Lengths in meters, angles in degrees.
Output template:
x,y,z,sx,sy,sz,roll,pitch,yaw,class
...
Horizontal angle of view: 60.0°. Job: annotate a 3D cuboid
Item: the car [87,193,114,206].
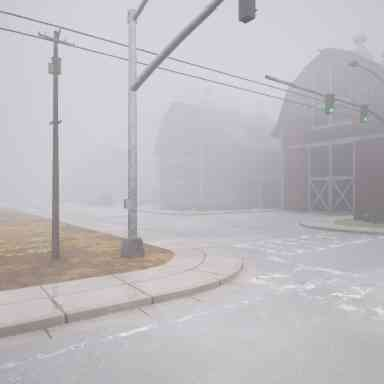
x,y,z,sx,sy,sz,roll,pitch,yaw,class
-13.828,1.118,50.596,3.866,1.878,1.905,-2,5,11,car
